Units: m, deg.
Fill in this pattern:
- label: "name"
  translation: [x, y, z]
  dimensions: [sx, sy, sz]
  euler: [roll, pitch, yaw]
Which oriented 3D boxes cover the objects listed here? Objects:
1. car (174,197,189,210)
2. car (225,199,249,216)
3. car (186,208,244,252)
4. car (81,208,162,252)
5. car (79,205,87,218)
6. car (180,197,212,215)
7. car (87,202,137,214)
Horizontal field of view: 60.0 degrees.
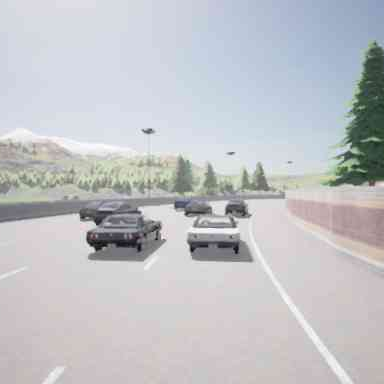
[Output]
- label: "car"
  translation: [-0.623, 1.353, 39.804]
  dimensions: [1.882, 1.535, 5.008]
  euler: [0, 0, 17]
- label: "car"
  translation: [4.269, 1.419, 31.379]
  dimensions: [1.837, 1.490, 4.892]
  euler: [0, 0, 14]
- label: "car"
  translation: [0.978, 1.561, 13.633]
  dimensions: [1.895, 1.301, 4.718]
  euler: [0, 0, 6]
- label: "car"
  translation: [-2.534, 1.552, 13.694]
  dimensions: [1.895, 1.301, 4.718]
  euler: [0, 0, 6]
- label: "car"
  translation: [-7.440, 1.460, 27.244]
  dimensions: [1.994, 1.385, 4.181]
  euler: [0, 0, 11]
- label: "car"
  translation: [0.666, 1.469, 31.358]
  dimensions: [1.994, 1.385, 4.181]
  euler: [0, 0, 14]
- label: "car"
  translation: [-4.842, 1.424, 22.149]
  dimensions: [1.837, 1.490, 4.892]
  euler: [0, 0, 9]
